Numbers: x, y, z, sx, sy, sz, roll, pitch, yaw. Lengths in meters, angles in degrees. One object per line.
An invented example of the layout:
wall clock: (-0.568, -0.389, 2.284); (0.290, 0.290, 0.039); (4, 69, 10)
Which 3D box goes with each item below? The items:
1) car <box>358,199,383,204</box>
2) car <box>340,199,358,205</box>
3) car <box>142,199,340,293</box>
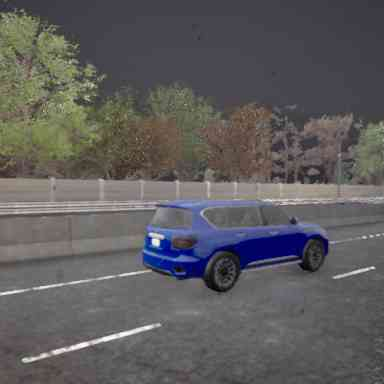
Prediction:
car: (23.991, 1.539, 42.583); (5.357, 1.411, 2.033); (0, 0, -35)
car: (21.174, 1.593, 44.875); (4.718, 1.301, 1.895); (0, 0, -35)
car: (1.380, 1.218, 9.094); (5.566, 2.045, 2.150); (0, 0, -35)
